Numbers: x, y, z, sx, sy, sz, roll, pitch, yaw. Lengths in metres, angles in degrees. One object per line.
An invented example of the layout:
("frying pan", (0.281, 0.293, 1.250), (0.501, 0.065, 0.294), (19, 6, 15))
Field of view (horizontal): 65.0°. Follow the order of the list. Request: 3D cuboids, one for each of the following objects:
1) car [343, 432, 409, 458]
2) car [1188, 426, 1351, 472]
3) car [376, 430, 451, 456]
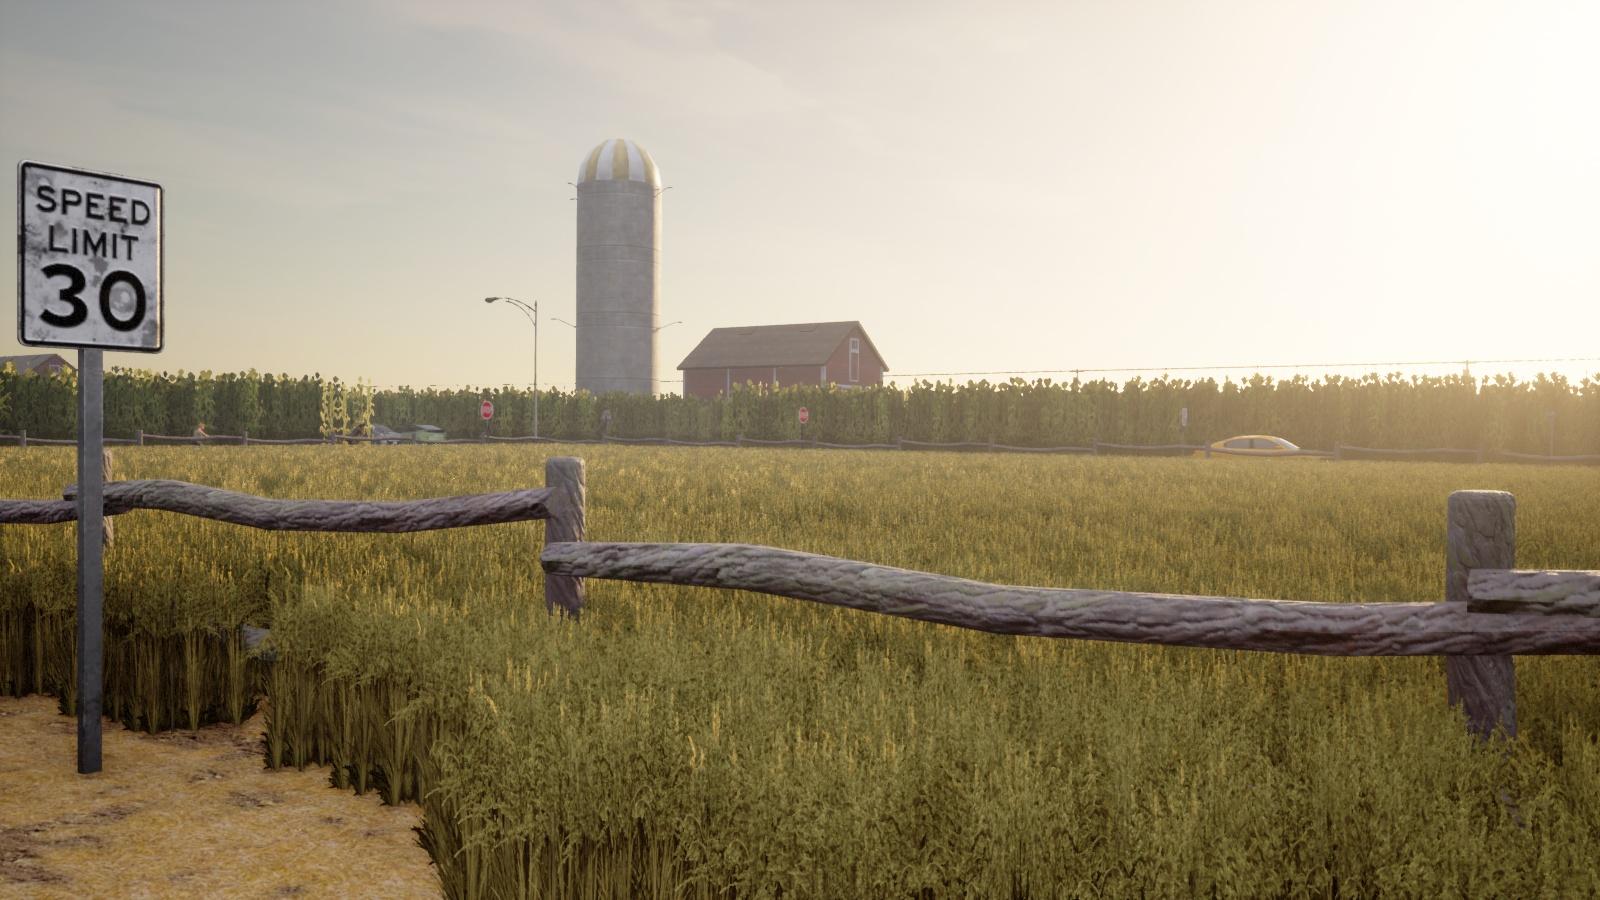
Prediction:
("car", (-24.831, -0.291, 73.466), (3.633, 1.501, 1.845), (0, 1, 36))
("car", (16.404, -0.057, 43.986), (5.008, 1.535, 1.882), (0, 1, 36))
("car", (-23.526, -0.409, 76.342), (4.514, 1.525, 2.007), (0, 1, 36))
